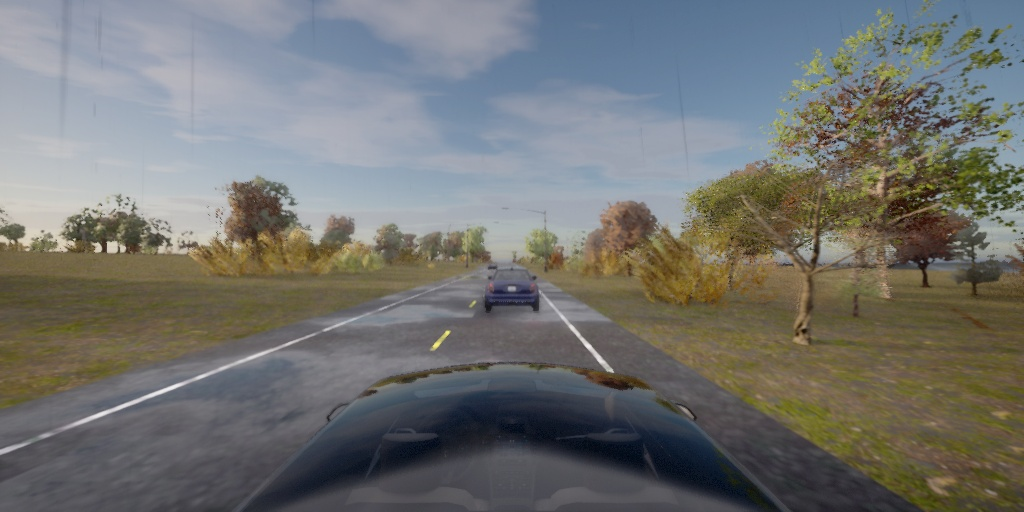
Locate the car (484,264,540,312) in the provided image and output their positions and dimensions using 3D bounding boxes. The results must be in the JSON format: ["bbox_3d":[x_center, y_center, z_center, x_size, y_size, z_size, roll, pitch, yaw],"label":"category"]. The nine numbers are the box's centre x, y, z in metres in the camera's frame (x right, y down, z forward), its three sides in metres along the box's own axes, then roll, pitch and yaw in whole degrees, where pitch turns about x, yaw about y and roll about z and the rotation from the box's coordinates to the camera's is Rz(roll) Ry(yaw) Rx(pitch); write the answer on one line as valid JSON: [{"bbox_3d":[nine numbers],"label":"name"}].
[{"bbox_3d":[0.013,1.245,15.282,2.097,1.767,4.553,0,-1,0],"label":"car"}]
